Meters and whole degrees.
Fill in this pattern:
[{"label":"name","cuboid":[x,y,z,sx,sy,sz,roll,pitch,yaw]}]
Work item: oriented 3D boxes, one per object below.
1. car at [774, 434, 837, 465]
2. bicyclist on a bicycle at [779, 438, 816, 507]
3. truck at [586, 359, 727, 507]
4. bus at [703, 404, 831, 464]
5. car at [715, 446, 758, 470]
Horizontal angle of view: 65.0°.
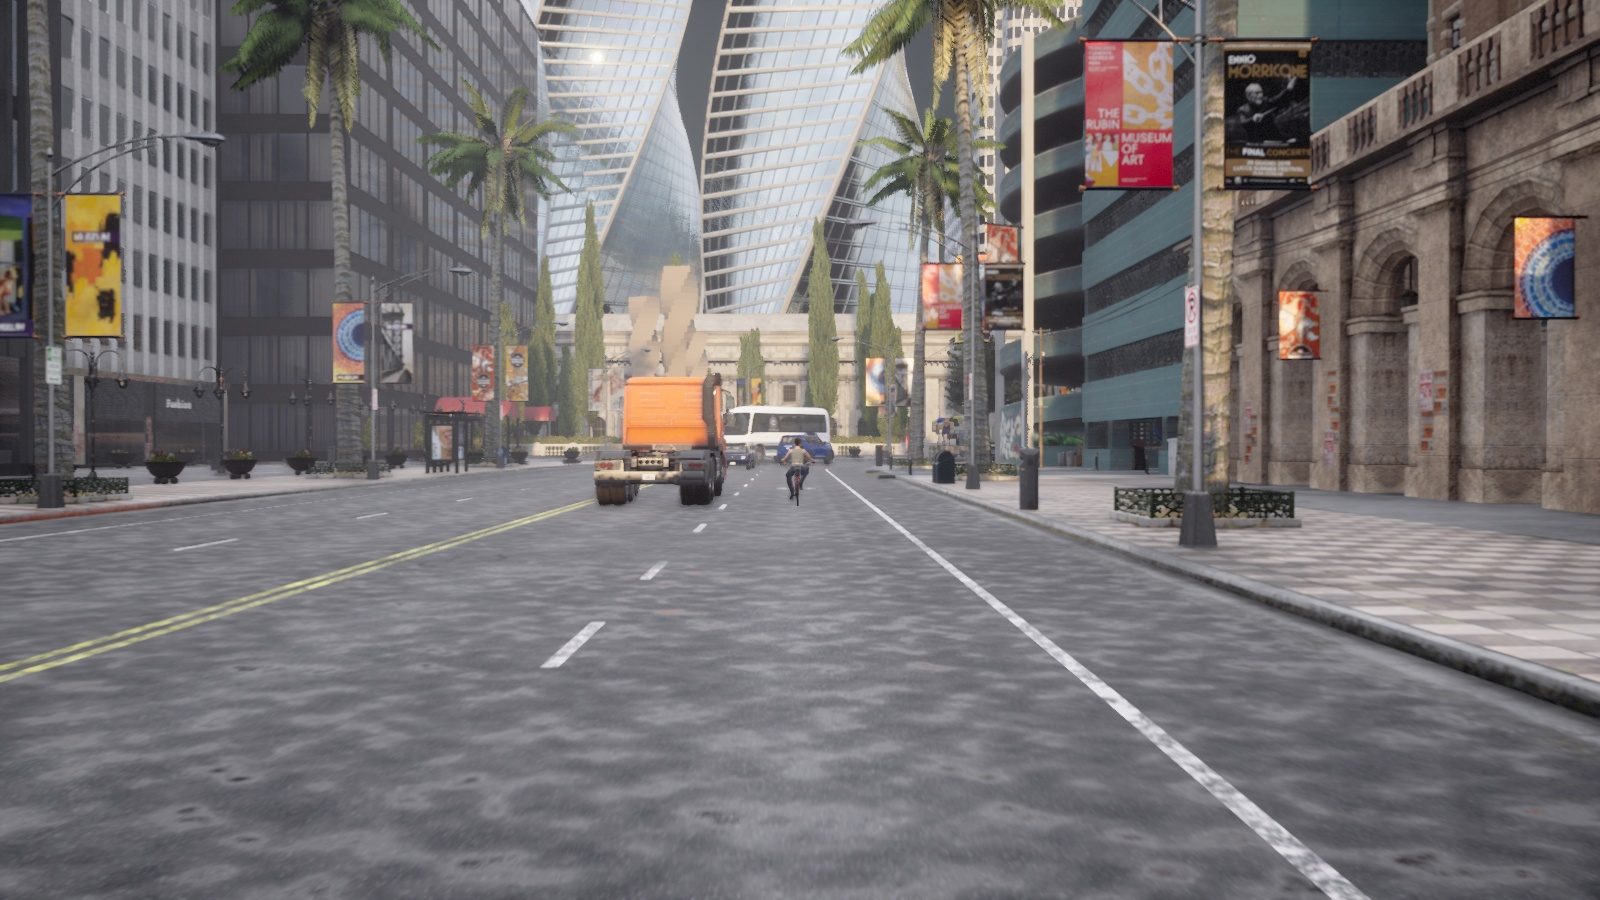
[{"label":"car","cuboid":[0.404,-0.017,85.745,2.150,2.045,5.566,0,0,25]},{"label":"bicyclist on a bicycle","cuboid":[-0.069,0.513,30.158,0.866,1.612,1.509,0,0,0]},{"label":"truck","cuboid":[-3.585,-0.426,33.366,2.891,3.462,7.936,0,0,0]},{"label":"bus","cuboid":[-2.327,-1.166,94.693,3.944,4.253,10.273,0,0,39]},{"label":"car","cuboid":[-3.602,0.439,71.890,1.895,1.301,4.718,0,0,4]}]
